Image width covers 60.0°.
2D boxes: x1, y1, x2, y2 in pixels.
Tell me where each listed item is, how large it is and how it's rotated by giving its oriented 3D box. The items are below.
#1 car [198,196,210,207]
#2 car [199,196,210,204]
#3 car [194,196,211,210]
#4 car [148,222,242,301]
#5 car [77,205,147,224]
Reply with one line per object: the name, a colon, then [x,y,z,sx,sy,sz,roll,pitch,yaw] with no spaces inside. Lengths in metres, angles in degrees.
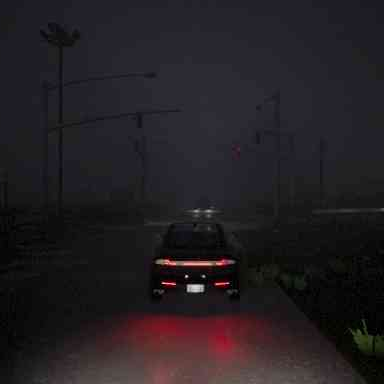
car: [1.902,1.443,52.107,1.882,1.535,5.008,0,0,3]
car: [2.435,1.529,62.049,1.994,1.385,4.181,0,0,3]
car: [1.429,1.491,42.899,1.812,1.442,4.674,0,0,3]
car: [0.080,1.492,8.314,2.128,1.511,4.902,0,0,0]
car: [-5.623,1.601,23.868,4.718,1.301,1.895,0,0,2]
